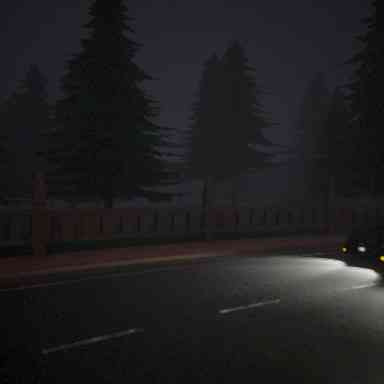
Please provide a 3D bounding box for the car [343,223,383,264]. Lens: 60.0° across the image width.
[{"bbox_3d":[6.978,1.533,10.553,4.181,1.385,1.994,0,0,-18],"label":"car"}]
